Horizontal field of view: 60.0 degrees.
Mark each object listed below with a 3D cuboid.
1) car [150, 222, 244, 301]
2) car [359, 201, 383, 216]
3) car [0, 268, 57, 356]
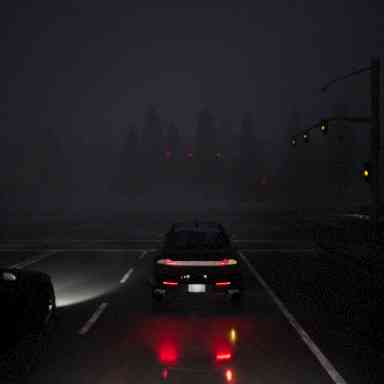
[{"bbox_3d":[0.124,1.490,8.315,2.128,1.511,4.902,0,0,1],"label":"car"},{"bbox_3d":[18.703,1.487,31.193,5.357,1.411,2.033,0,0,0],"label":"car"},{"bbox_3d":[-3.403,1.563,4.249,1.994,1.385,4.181,0,0,0],"label":"car"}]
